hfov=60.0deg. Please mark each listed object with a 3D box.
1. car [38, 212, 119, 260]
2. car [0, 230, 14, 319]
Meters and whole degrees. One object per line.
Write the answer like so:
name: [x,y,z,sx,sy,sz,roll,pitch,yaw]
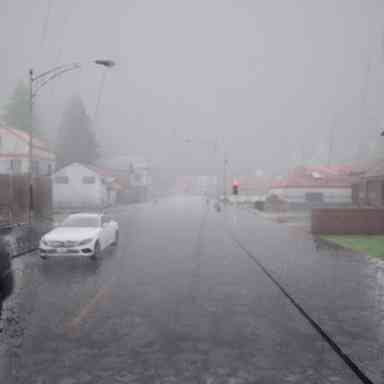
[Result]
car: [-4.001,1.520,12.552,1.812,1.442,4.674,0,0,0]
car: [-4.094,1.223,3.392,2.150,2.045,5.566,0,0,0]
